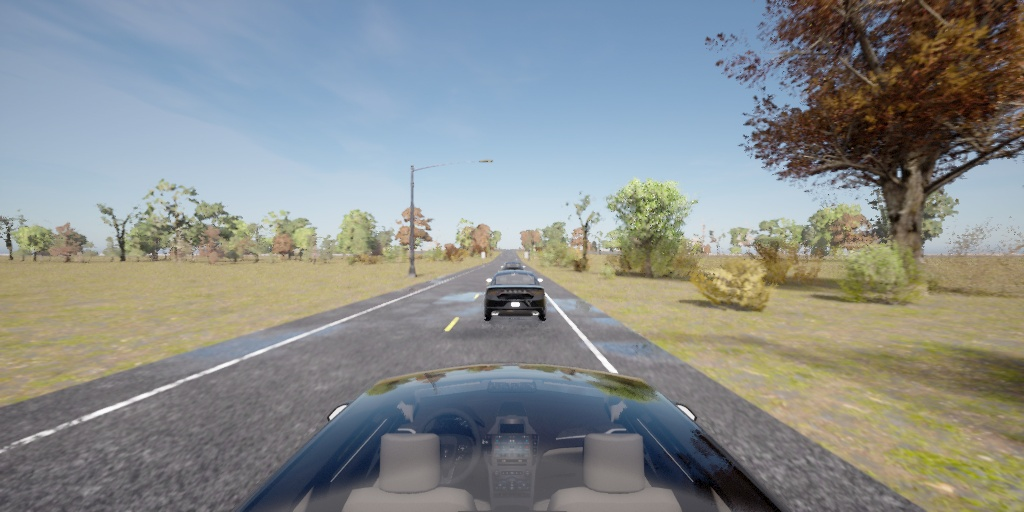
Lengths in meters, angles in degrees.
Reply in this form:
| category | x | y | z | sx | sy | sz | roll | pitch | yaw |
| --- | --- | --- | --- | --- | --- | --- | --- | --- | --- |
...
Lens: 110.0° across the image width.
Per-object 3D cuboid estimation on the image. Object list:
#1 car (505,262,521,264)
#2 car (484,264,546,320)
| category | x | y | z | sx | sy | sz | roll | pitch | yaw |
| --- | --- | --- | --- | --- | --- | --- | --- | --- | --- |
| car | 0.093 | 1.245 | 31.002 | 1.837 | 1.490 | 4.892 | 0 | 0 | 0 |
| car | 0.096 | 1.226 | 12.676 | 1.882 | 1.535 | 5.008 | 0 | 0 | 0 |
